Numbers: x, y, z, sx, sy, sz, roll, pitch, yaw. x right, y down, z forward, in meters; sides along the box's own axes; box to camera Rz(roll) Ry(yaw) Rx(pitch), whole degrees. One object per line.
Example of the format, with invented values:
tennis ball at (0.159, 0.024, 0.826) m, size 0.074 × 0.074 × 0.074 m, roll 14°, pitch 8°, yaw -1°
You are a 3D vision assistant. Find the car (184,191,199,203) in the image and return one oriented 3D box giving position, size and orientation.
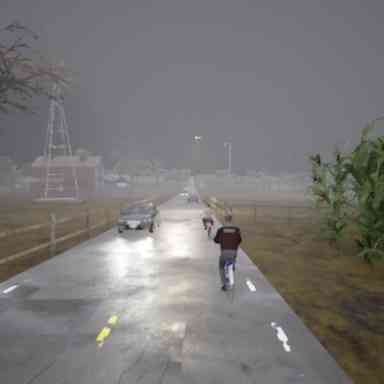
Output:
car at (0.155, 1.059, 55.900) m, size 2.128 × 1.511 × 4.902 m, roll 0°, pitch 1°, yaw 0°

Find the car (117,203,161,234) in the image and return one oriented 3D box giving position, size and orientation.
car at (-2.831, 1.378, 18.522) m, size 2.128 × 1.511 × 4.902 m, roll 0°, pitch 0°, yaw 0°

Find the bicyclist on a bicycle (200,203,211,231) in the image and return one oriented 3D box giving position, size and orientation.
bicyclist on a bicycle at (0.782, 1.340, 15.821) m, size 0.866 × 1.612 × 1.509 m, roll 0°, pitch 1°, yaw 0°

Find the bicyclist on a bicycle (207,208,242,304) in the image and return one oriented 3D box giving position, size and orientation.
bicyclist on a bicycle at (0.762, 1.327, 7.162) m, size 0.659 × 1.776 × 1.843 m, roll 0°, pitch 1°, yaw 0°

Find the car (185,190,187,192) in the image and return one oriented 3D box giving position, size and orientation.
car at (0.073, 0.863, 73.818) m, size 2.128 × 1.511 × 4.902 m, roll 0°, pitch 1°, yaw 0°
